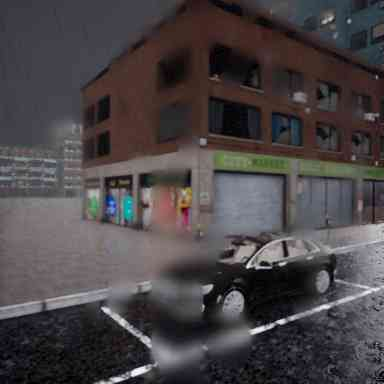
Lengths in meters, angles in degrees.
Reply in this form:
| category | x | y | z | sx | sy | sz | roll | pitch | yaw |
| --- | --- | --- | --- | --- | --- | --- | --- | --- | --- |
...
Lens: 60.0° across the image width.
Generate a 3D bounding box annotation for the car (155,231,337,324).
| category | x | y | z | sx | sy | sz | roll | pitch | yaw |
| --- | --- | --- | --- | --- | --- | --- | --- | --- | --- |
| car | 1.323 | 1.549 | 7.055 | 4.403 | 1.369 | 2.008 | 0 | 1 | -36 |
